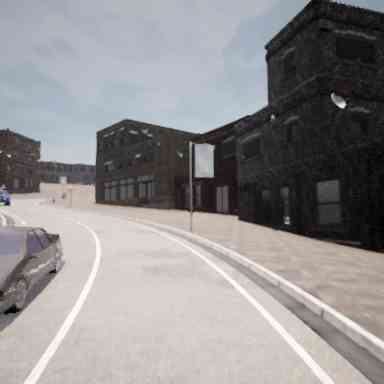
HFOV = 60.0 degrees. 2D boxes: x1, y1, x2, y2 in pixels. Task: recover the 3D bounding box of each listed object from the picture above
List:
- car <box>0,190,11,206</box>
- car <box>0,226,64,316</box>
[{"bbox_3d":[-25.461,0.742,44.181,2.150,2.045,5.566,2,-1,-34],"label":"car"},{"bbox_3d":[-4.347,1.532,7.697,2.033,1.411,5.357,0,0,-10],"label":"car"}]
